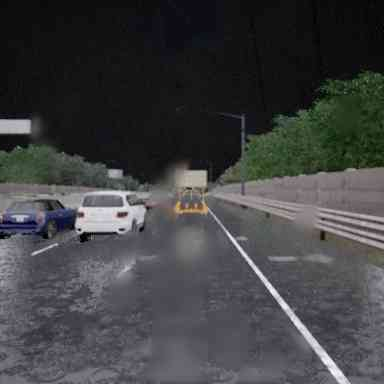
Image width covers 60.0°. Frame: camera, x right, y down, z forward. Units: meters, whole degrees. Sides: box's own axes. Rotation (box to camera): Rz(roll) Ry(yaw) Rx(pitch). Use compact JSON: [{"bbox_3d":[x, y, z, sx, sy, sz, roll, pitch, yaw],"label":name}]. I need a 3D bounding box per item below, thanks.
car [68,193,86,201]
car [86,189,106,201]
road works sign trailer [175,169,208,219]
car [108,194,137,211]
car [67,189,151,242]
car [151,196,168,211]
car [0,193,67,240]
[{"bbox_3d":[-21.131,0.838,61.342,1.812,1.442,4.674,0,0,0],"label":"car"},{"bbox_3d":[-17.629,0.539,61.314,2.150,2.045,5.566,0,0,0],"label":"car"},{"bbox_3d":[-0.042,0.073,24.842,2.380,3.560,2.880,0,1,0],"label":"road works sign trailer"},{"bbox_3d":[-6.962,0.984,33.660,1.882,1.535,5.008,0,1,0],"label":"car"},{"bbox_3d":[-3.428,0.977,15.052,2.150,2.045,5.566,0,1,0],"label":"car"},{"bbox_3d":[-3.461,1.078,32.920,1.994,1.385,4.181,0,1,0],"label":"car"},{"bbox_3d":[-6.929,1.100,15.518,2.097,1.767,4.553,0,1,0],"label":"car"}]
